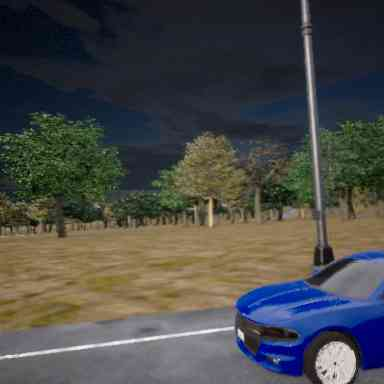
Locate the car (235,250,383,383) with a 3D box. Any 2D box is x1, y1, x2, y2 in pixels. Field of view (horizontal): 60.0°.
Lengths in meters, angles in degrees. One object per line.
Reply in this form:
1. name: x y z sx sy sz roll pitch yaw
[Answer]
1. car: 3.152 1.695 5.290 5.008 1.535 1.882 -2 -4 -10
